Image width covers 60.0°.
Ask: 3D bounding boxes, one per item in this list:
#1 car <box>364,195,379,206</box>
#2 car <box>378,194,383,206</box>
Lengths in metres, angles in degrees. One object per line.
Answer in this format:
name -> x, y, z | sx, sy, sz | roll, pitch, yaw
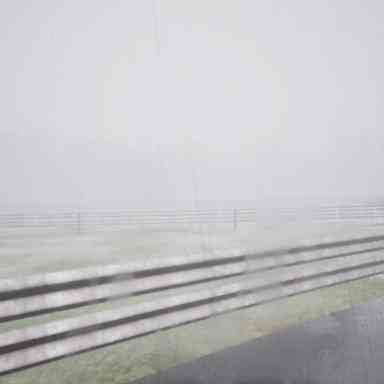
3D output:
car -> 20.843, 1.037, 35.285 | 4.553, 1.767, 2.097 | -1, 1, -3
car -> 21.065, 1.206, 31.794 | 5.008, 1.535, 1.882 | -1, 1, -3
